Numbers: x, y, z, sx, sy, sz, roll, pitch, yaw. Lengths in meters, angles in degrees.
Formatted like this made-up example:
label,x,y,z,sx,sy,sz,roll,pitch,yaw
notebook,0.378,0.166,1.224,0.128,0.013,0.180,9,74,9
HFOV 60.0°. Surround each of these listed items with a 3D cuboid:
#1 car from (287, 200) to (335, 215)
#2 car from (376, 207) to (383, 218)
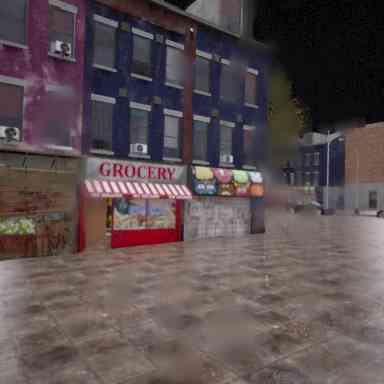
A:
label,x,y,z,sx,sy,sz,roll,pitch,yaw
car,11.945,1.567,33.630,1.882,1.535,5.008,2,-2,-35
car,17.033,1.590,26.367,1.994,1.385,4.181,2,-2,-35
